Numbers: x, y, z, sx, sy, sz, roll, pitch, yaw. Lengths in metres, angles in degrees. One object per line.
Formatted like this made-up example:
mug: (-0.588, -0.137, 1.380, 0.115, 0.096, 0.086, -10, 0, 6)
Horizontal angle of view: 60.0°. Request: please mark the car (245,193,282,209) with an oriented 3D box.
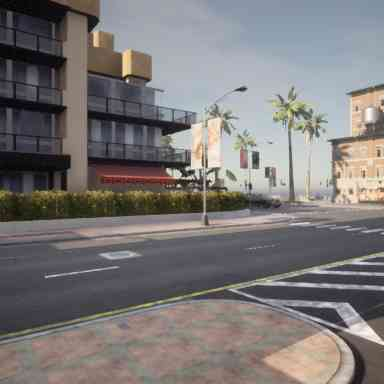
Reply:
car: (9.468, 1.221, 45.075, 2.150, 2.045, 5.566, 0, 0, -35)
